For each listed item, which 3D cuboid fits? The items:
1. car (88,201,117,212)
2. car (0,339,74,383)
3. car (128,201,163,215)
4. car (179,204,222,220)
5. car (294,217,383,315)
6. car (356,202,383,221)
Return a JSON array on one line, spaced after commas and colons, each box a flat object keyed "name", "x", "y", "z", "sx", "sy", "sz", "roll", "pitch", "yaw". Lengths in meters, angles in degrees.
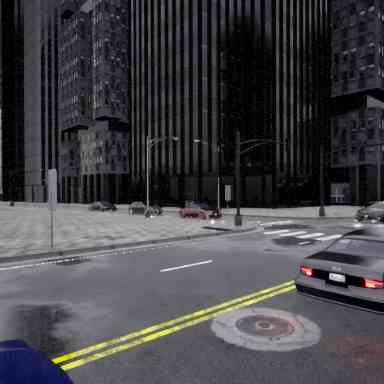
[{"name": "car", "x": -11.945, "y": 1.928, "z": 44.087, "sx": 2.033, "sy": 1.411, "sz": 5.357, "roll": 0, "pitch": 0, "yaw": -42}, {"name": "car", "x": -2.676, "y": 1.601, "z": 1.154, "sx": 4.718, "sy": 1.301, "sz": 1.895, "roll": 0, "pitch": 0, "yaw": -42}, {"name": "car", "x": -5.151, "y": 1.780, "z": 36.486, "sx": 1.837, "sy": 1.490, "sz": 4.892, "roll": 0, "pitch": 0, "yaw": -42}, {"name": "car", "x": 0.697, "y": 1.749, "z": 29.944, "sx": 1.994, "sy": 1.385, "sz": 4.181, "roll": 0, "pitch": 0, "yaw": -43}, {"name": "car", "x": 4.412, "y": 1.547, "z": 7.508, "sx": 5.357, "sy": 1.411, "sz": 2.033, "roll": 0, "pitch": 0, "yaw": -42}, {"name": "car", "x": 14.186, "y": 1.511, "z": 25.268, "sx": 4.892, "sy": 1.490, "sz": 1.837, "roll": 0, "pitch": 0, "yaw": -42}]
